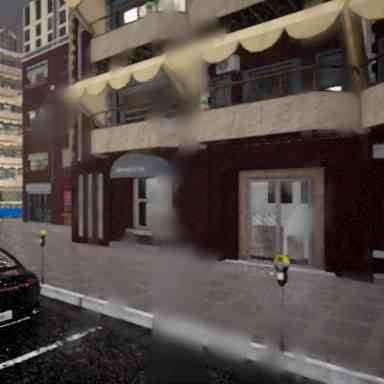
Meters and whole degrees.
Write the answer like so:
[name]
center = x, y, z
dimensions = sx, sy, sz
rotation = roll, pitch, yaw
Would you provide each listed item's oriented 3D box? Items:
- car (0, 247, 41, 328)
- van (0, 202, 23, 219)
[car]
center = -4.519, 1.591, 6.096
dimensions = 4.403, 1.369, 2.008
rotation = 0, 0, 35
[van]
center = -18.785, 1.906, 33.761
dimensions = 1.690, 1.788, 3.998
rotation = -2, -2, 35
